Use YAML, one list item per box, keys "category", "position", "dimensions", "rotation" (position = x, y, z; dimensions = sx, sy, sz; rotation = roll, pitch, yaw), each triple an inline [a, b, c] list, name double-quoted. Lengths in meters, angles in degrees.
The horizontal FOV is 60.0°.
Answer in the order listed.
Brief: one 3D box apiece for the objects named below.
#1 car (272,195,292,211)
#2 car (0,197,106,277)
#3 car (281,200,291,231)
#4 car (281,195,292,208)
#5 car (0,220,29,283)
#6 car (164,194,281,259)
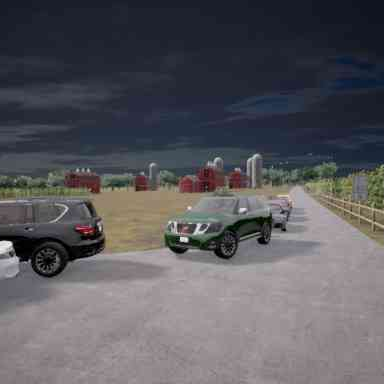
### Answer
- category: "car"
  position: [9.976, 1.110, 36.492]
  dimensions: [1.882, 1.535, 5.008]
  rotation: [0, 0, 18]
- category: "car"
  position: [-5.372, 1.226, 9.601]
  dimensions: [5.566, 2.045, 2.150]
  rotation: [-1, 1, -4]
- category: "car"
  position: [4.401, 1.380, 19.005]
  dimensions: [1.994, 1.385, 4.181]
  rotation: [0, 0, 17]
- category: "car"
  position: [6.248, 1.235, 24.741]
  dimensions: [1.882, 1.535, 5.008]
  rotation: [0, 0, 18]
- category: "car"
  position: [-6.104, 1.612, 6.678]
  dimensions: [4.674, 1.442, 1.812]
  rotation: [-2, 2, -38]
- category: "car"
  position: [1.289, 1.108, 12.679]
  dimensions: [2.150, 2.045, 5.566]
  rotation: [0, 0, 34]
